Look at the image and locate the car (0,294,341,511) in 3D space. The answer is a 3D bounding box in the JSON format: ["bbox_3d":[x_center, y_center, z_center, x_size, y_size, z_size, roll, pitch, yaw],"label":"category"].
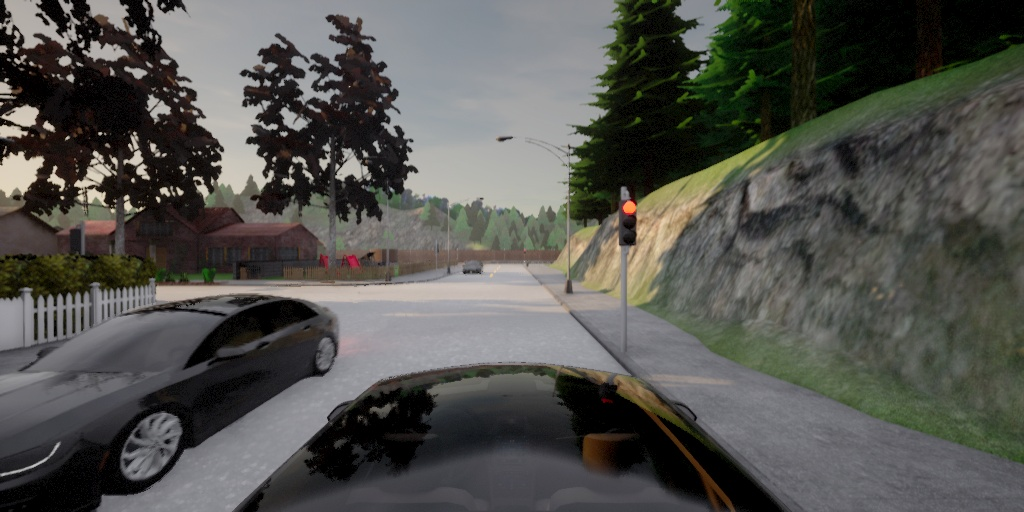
[{"bbox_3d":[-4.001,1.336,4.569,1.837,1.490,4.892,0,1,0],"label":"car"}]

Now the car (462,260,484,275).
[{"bbox_3d":[-3.997,1.230,37.356,1.837,1.490,4.892,0,2,0],"label":"car"}]
